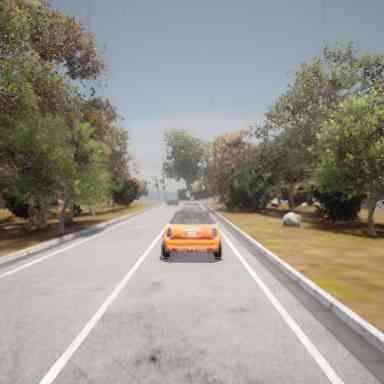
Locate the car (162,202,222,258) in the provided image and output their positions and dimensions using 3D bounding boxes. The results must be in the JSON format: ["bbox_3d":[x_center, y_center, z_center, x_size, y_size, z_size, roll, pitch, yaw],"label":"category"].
[{"bbox_3d":[0.012,1.460,13.423,2.097,1.767,4.553,0,0,0],"label":"car"}]

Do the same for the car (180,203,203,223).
[{"bbox_3d":[0.002,1.714,28.889,1.812,1.442,4.674,0,0,1],"label":"car"}]

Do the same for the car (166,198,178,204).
[{"bbox_3d":[-3.604,1.880,61.451,1.994,1.385,4.181,0,0,0],"label":"car"}]
